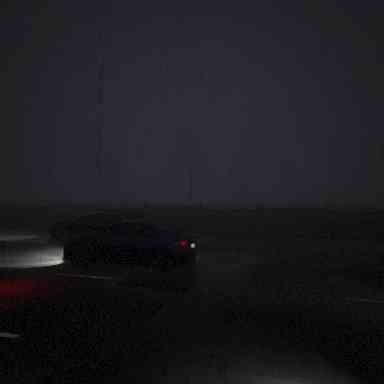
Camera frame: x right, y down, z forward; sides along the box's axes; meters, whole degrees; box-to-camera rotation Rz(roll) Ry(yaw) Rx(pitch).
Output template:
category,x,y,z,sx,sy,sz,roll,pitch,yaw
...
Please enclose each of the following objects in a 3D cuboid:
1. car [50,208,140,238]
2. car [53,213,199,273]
category,x,y,z,sx,sy,sz,roll,pitch,yaw
car,-3.921,1.490,14.778,4.902,1.511,2.128,0,0,17
car,-1.881,1.563,10.498,4.181,1.385,1.994,0,0,17
